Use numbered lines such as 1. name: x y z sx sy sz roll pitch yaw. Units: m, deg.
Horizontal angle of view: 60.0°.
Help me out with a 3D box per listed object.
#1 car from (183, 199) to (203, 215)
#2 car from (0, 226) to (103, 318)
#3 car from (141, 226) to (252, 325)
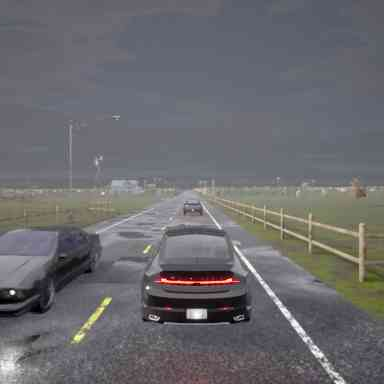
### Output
1. car: 0.095 1.475 33.196 2.128 1.511 4.902 0 0 0
2. car: -3.597 1.547 7.896 2.033 1.411 5.357 0 0 0
3. car: 0.077 1.504 7.210 1.837 1.490 4.892 0 0 0
